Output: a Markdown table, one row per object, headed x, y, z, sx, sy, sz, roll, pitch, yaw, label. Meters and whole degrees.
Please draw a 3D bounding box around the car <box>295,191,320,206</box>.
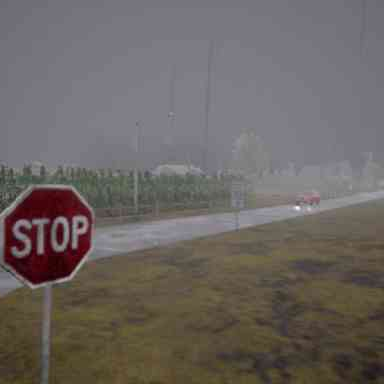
| x | y | z | sx | sy | sz | roll | pitch | yaw | label |
| --- | --- | --- | --- | --- | --- | --- | --- | --- | --- |
| 16.735 | 0.837 | 47.949 | 2.150 | 2.045 | 5.566 | 2 | 2 | 36 | car |
